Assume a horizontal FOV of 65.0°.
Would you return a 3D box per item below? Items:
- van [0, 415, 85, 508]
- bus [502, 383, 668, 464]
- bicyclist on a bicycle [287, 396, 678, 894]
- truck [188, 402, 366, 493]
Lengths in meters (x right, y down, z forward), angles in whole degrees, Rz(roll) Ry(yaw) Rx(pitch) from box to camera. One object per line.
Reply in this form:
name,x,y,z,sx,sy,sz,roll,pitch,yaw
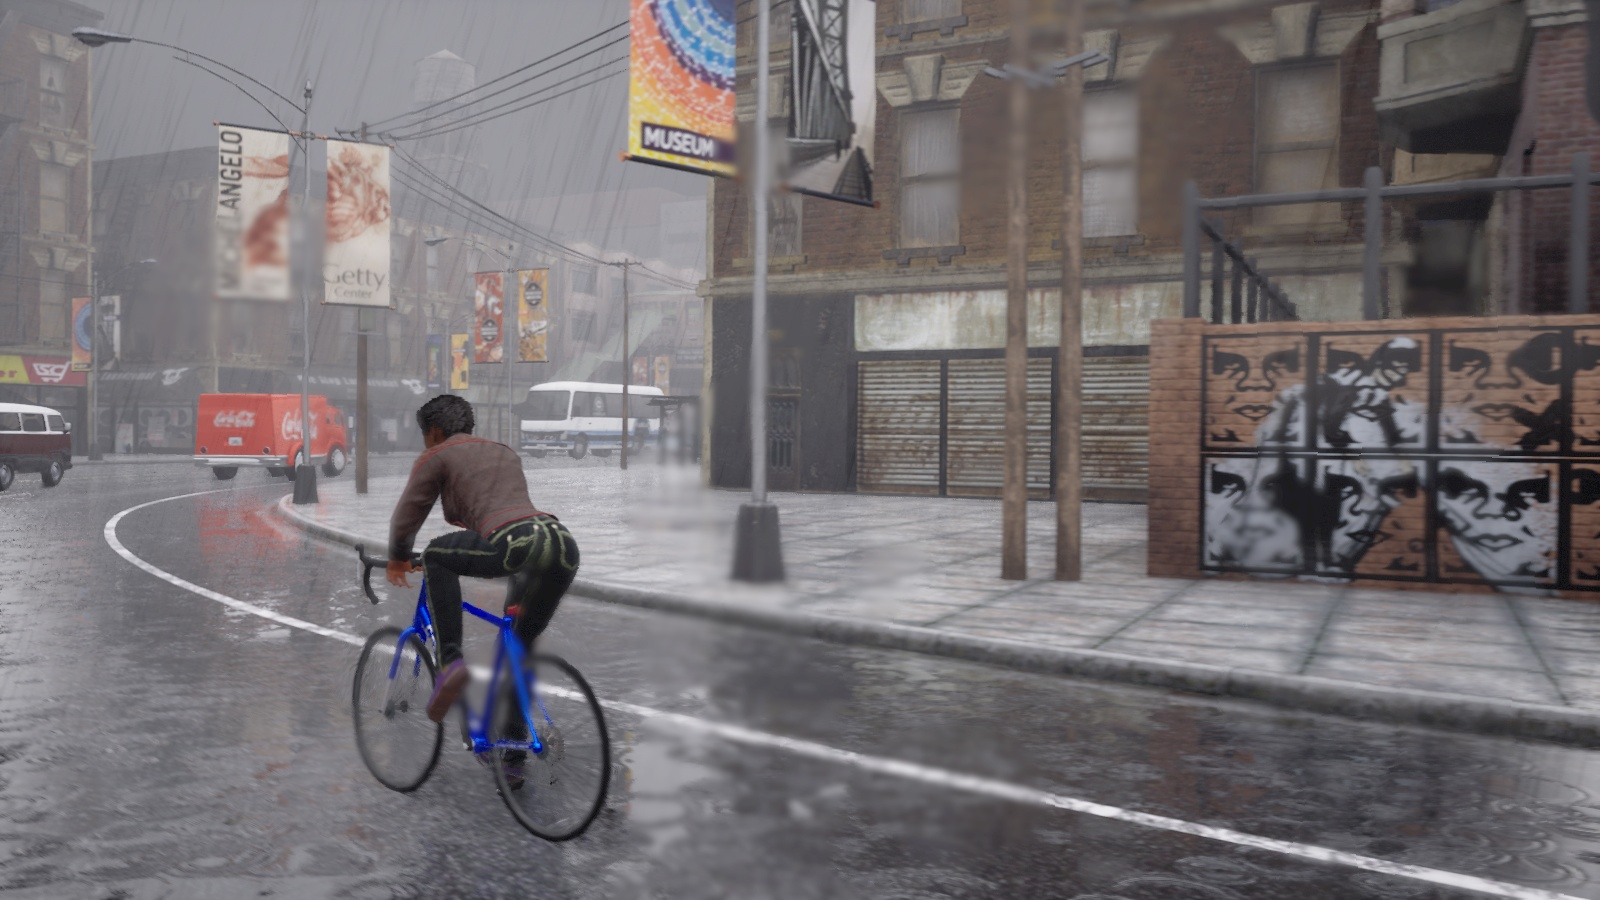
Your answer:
van,-18.861,0.237,29.461,2.069,2.038,4.480,-1,1,-7
bus,-11.926,-1.459,71.069,3.944,4.253,10.273,0,1,26
bicyclist on a bicycle,-1.269,0.633,4.835,1.656,1.620,0.582,0,0,40
truck,-15.249,-0.102,37.034,2.627,2.467,5.204,-1,1,6
